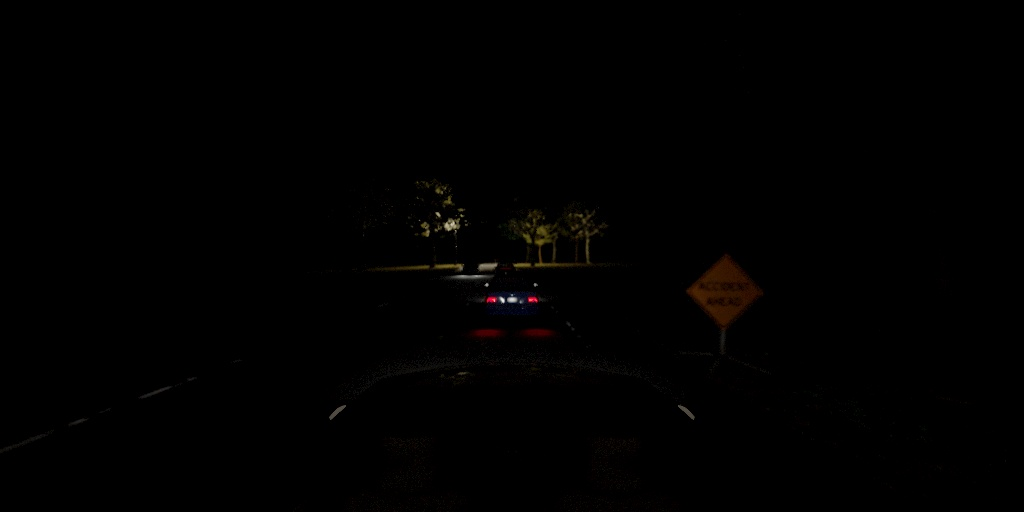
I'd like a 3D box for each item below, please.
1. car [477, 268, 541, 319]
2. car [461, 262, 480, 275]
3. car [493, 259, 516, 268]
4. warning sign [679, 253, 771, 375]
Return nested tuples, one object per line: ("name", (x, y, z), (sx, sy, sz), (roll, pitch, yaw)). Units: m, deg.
("car", (-0.026, 1.342, 13.021), (2.033, 1.411, 5.357), (0, 0, -1))
("car", (-4.704, 1.407, 41.176), (1.837, 1.490, 4.892), (0, 0, -3))
("car", (-0.667, 1.348, 34.112), (1.882, 1.535, 5.008), (0, 0, -2))
("warning sign", (3.535, 0.881, 6.061), (1.300, 1.860, 1.060), (0, 0, 0))
